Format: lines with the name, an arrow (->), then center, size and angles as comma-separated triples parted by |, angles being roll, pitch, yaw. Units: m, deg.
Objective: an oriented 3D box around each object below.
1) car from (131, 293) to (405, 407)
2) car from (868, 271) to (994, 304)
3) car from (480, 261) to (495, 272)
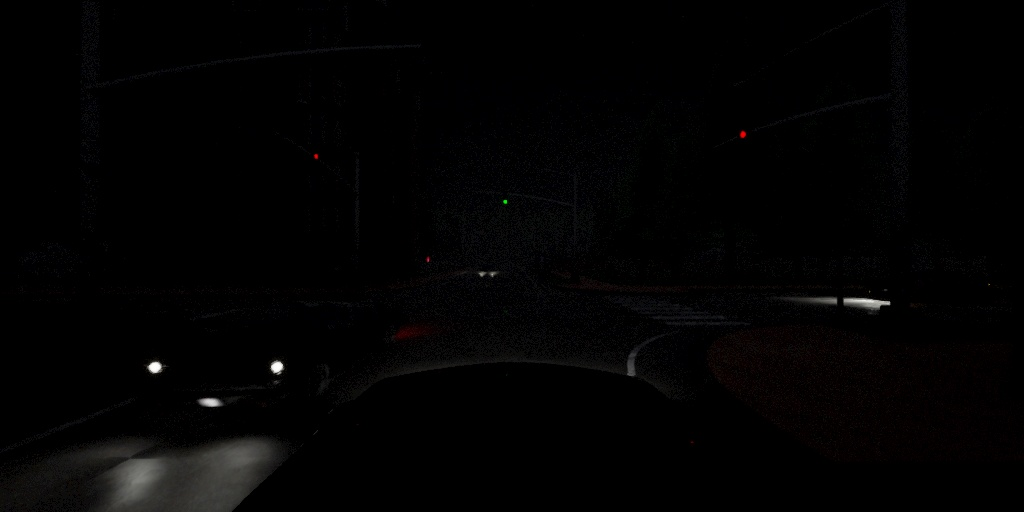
car -> -3.498, 1.403, 6.374 | 1.895, 1.301, 4.718 | 0, 0, 0
car -> 19.120, 1.384, 16.493 | 4.181, 1.385, 1.994 | 0, 0, -1
car -> -3.512, 1.434, 52.382 | 1.882, 1.535, 5.008 | 0, 0, 0
